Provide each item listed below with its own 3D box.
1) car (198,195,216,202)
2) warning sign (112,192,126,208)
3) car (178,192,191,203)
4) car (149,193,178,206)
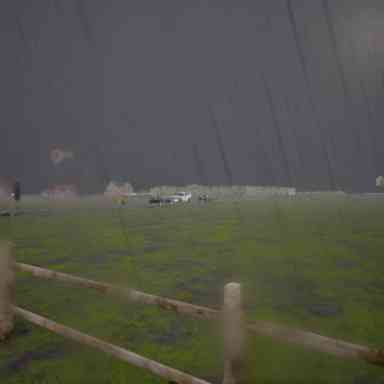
[{"bbox_3d":[2.860,1.284,64.947,1.812,1.442,4.674,0,0,31],"label":"car"},{"bbox_3d":[-8.888,0.963,40.408,1.300,1.860,1.060,-1,0,31],"label":"warning sign"},{"bbox_3d":[-2.076,1.110,62.029,2.150,2.045,5.566,0,0,31],"label":"car"},{"bbox_3d":[-4.806,1.292,52.053,1.882,1.535,5.008,0,0,31],"label":"car"}]
